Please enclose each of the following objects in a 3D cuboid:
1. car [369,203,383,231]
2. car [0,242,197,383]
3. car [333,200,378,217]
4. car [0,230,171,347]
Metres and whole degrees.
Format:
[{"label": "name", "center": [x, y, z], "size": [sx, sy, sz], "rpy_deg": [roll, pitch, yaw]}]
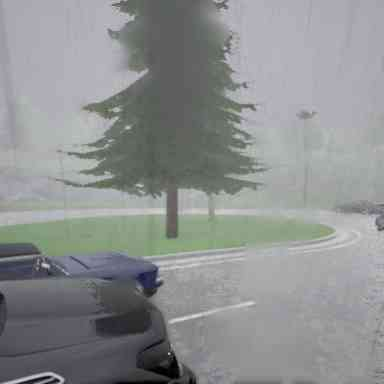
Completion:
[{"label": "car", "center": [10.932, 1.545, 17.283], "size": [2.033, 1.411, 5.357], "rpy_deg": [1, 0, 20]}, {"label": "car", "center": [-2.608, 1.200, 1.720], "size": [5.566, 2.045, 2.150], "rpy_deg": [0, 0, -36]}, {"label": "car", "center": [15.637, 1.467, 31.291], "size": [2.128, 1.511, 4.902], "rpy_deg": [1, 0, -28]}, {"label": "car", "center": [-2.891, 1.563, 5.782], "size": [4.718, 1.301, 1.895], "rpy_deg": [0, 0, -34]}]
